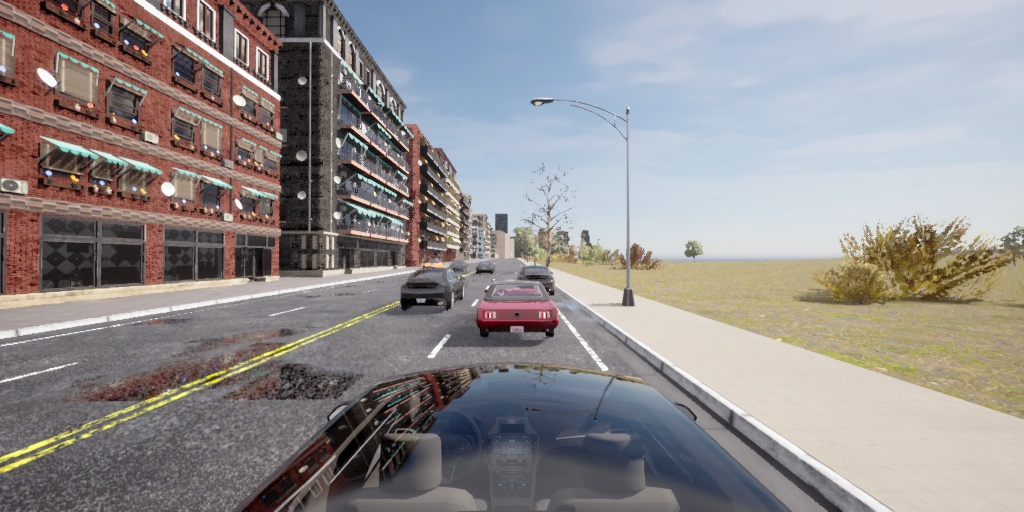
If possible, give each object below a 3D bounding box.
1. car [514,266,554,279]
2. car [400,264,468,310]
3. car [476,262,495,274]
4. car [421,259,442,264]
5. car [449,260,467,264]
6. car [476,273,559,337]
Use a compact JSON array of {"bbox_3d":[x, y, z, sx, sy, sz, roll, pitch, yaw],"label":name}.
[{"bbox_3d":[1.210,1.256,19.435,1.837,1.490,4.892,0,0,0],"label":"car"},{"bbox_3d":[-3.099,1.257,14.665,1.837,1.490,4.892,0,0,0],"label":"car"},{"bbox_3d":[-2.986,1.312,41.143,1.994,1.385,4.181,0,0,0],"label":"car"},{"bbox_3d":[-9.679,1.100,43.046,2.097,1.767,4.553,0,0,0],"label":"car"},{"bbox_3d":[-6.429,1.253,43.169,1.837,1.490,4.892,0,0,0],"label":"car"},{"bbox_3d":[0.133,1.352,10.235,1.895,1.301,4.718,0,0,0],"label":"car"}]
